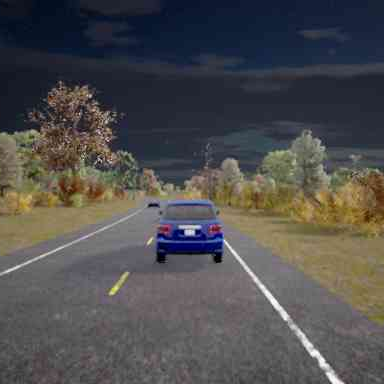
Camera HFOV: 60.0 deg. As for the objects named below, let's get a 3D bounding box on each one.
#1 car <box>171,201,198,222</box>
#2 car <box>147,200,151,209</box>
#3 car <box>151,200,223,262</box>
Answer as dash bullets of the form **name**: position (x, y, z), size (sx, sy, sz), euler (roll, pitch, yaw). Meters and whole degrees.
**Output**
- **car**: position (-0.651, 1.630, 28.632), size (2.128, 1.511, 4.902), euler (0, 0, -2)
- **car**: position (-5.683, 1.835, 50.059), size (1.895, 1.301, 4.718), euler (0, 0, -4)
- **car**: position (-0.101, 1.286, 12.520), size (2.150, 2.045, 5.566), euler (0, 0, -1)
